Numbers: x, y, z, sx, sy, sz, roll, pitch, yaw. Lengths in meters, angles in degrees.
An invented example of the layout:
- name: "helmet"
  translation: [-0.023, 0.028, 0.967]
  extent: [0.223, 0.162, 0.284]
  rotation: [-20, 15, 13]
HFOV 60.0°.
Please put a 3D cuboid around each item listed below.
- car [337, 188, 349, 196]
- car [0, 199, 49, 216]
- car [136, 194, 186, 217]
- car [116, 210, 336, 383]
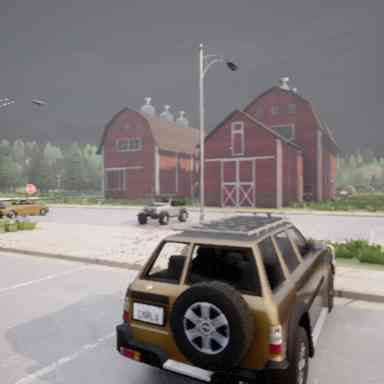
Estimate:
- name: "car"
  translation: [33.072, 0.162, 74.212]
  extent: [3.866, 1.878, 1.905]
  rotation: [1, -6, -15]
- name: "car"
  translation: [-13.935, 1.312, 27.434]
  extent: [1.816, 1.474, 4.193]
  rotation: [0, 1, 28]
- name: "car"
  translation: [-1.780, 1.103, 21.574]
  extent: [1.905, 1.878, 3.866]
  rotation: [0, 1, 28]
- name: "car"
  translation: [0.955, 1.249, 5.082]
  extent: [1.932, 1.855, 4.605]
  rotation: [0, 1, 28]
